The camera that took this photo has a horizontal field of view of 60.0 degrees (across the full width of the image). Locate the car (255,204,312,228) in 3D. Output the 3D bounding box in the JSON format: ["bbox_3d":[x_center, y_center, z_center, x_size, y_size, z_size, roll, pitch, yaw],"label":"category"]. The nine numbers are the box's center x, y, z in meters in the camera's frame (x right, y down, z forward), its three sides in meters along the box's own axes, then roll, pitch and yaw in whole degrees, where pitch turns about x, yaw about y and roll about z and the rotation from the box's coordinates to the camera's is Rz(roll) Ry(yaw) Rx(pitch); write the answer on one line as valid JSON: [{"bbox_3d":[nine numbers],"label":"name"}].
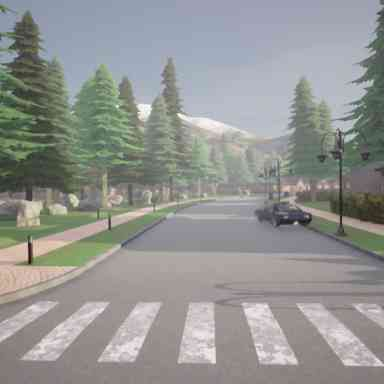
[{"bbox_3d":[5.430,1.380,20.535,1.895,1.301,4.718,-1,1,-7],"label":"car"}]
